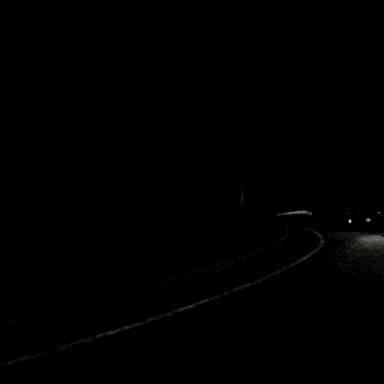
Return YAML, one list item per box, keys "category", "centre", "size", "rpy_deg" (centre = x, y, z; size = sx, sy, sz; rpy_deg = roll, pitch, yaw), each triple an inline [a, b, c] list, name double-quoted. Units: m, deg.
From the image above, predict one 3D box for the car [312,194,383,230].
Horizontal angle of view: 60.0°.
- category: "car"
  centre: [9.563, 1.182, 21.022]
  size: [2.150, 2.045, 5.566]
  rpy_deg: [0, 0, -2]
